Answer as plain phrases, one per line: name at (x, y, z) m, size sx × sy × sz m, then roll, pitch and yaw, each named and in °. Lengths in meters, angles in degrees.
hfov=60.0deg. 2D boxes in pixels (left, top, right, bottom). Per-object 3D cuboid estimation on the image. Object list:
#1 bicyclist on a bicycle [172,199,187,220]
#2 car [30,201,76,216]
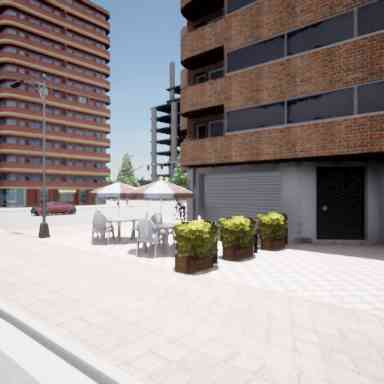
bicyclist on a bicycle at (-0.968, 1.348, 25.431) m, size 1.656 × 1.620 × 0.582 m, roll 0°, pitch 0°, yaw 41°
car at (-13.650, 1.606, 32.927) m, size 1.994 × 1.385 × 4.181 m, roll 0°, pitch 0°, yaw 42°
